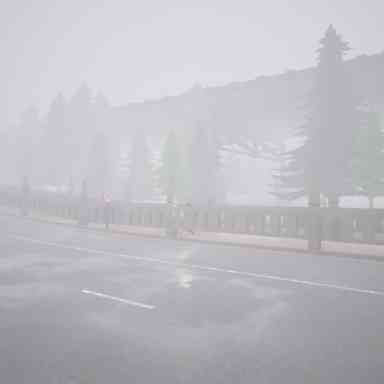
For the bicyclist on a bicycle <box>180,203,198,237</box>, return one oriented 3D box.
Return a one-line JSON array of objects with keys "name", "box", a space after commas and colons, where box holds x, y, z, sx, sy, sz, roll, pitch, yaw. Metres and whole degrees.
[{"name": "bicyclist on a bicycle", "box": [-0.099, 1.345, 16.122, 0.582, 1.620, 1.656, 1, -3, 33]}]
